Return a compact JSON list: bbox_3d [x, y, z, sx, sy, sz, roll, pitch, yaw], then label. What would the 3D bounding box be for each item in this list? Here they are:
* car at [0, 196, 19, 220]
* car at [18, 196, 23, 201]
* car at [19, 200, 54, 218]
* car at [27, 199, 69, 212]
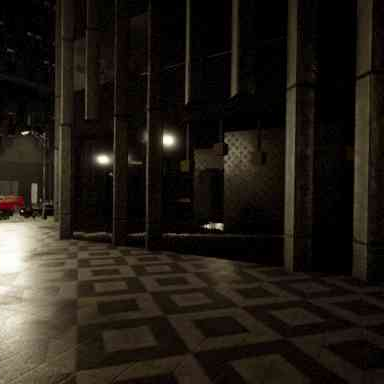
[{"bbox_3d":[-17.124,1.463,26.625,2.192,1.841,5.009,1,0,35],"label":"car"},{"bbox_3d":[-20.823,1.353,36.162,2.192,1.841,5.009,1,0,35],"label":"car"},{"bbox_3d":[-13.870,1.742,31.235,1.947,1.339,4.313,1,0,35],"label":"car"},{"bbox_3d":[-17.569,1.634,40.770,1.947,1.339,4.313,1,0,35],"label":"car"}]
